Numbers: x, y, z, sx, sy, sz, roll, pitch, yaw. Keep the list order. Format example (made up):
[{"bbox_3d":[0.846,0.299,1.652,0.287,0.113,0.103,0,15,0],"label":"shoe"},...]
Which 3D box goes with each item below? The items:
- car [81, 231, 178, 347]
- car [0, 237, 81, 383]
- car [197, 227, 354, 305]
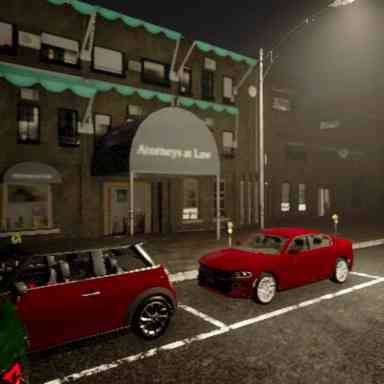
[{"bbox_3d":[-2.310,1.455,4.912,4.097,1.590,1.967,0,-1,-36],"label":"car"},{"bbox_3d":[-3.450,1.216,0.883,5.566,2.045,2.150,0,0,-36],"label":"car"},{"bbox_3d":[2.183,1.587,8.167,4.507,1.381,1.887,0,-1,-36],"label":"car"}]
